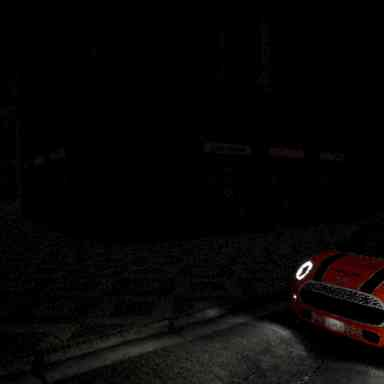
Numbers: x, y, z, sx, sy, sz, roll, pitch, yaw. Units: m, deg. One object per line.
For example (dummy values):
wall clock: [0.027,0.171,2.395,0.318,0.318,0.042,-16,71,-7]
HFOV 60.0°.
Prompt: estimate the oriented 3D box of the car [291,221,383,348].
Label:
car: [3.917,1.347,6.174,4.553,1.767,2.097,0,0,-36]
